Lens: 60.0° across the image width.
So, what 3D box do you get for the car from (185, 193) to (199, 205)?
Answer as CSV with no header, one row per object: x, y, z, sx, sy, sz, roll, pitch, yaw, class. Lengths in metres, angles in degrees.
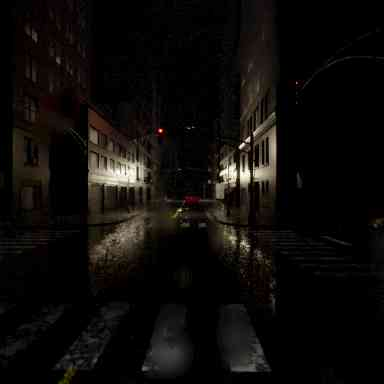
-0.026,1.190,56.836,2.150,2.045,5.566,0,0,0,car

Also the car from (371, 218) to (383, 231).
12.383,1.514,18.053,4.829,1.417,1.752,0,0,0,car
